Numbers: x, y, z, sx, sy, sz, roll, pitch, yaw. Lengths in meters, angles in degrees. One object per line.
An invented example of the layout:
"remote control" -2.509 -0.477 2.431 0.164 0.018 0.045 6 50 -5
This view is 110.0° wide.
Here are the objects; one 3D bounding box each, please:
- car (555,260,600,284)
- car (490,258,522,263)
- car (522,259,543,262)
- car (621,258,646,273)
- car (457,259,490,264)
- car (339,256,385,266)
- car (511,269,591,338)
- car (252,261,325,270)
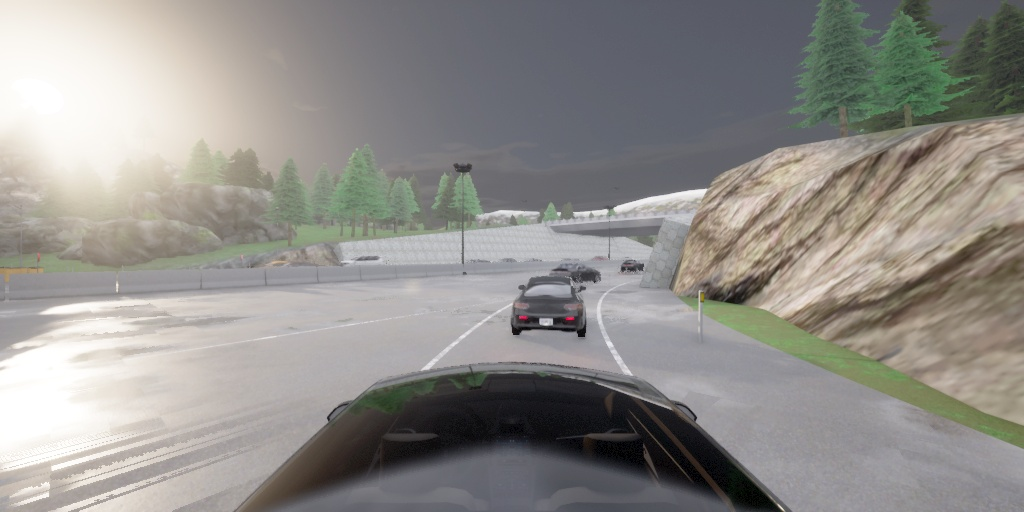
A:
"car" 4.463 1.244 24.901 2.128 1.511 4.902 0 0 38
"car" -1.117 1.105 52.289 2.097 1.767 4.553 0 0 38
"car" 3.732 1.245 64.213 2.128 1.511 4.902 0 0 38
"car" 14.978 1.257 44.172 1.837 1.490 4.892 0 0 38
"car" -6.022 1.245 51.680 2.128 1.511 4.902 0 0 38
"car" -19.475 0.974 46.794 5.566 2.045 2.150 0 0 -44
"car" 1.113 1.276 10.172 1.812 1.442 4.674 0 0 9
"car" -18.353 1.229 30.072 1.882 1.535 5.008 0 0 38
